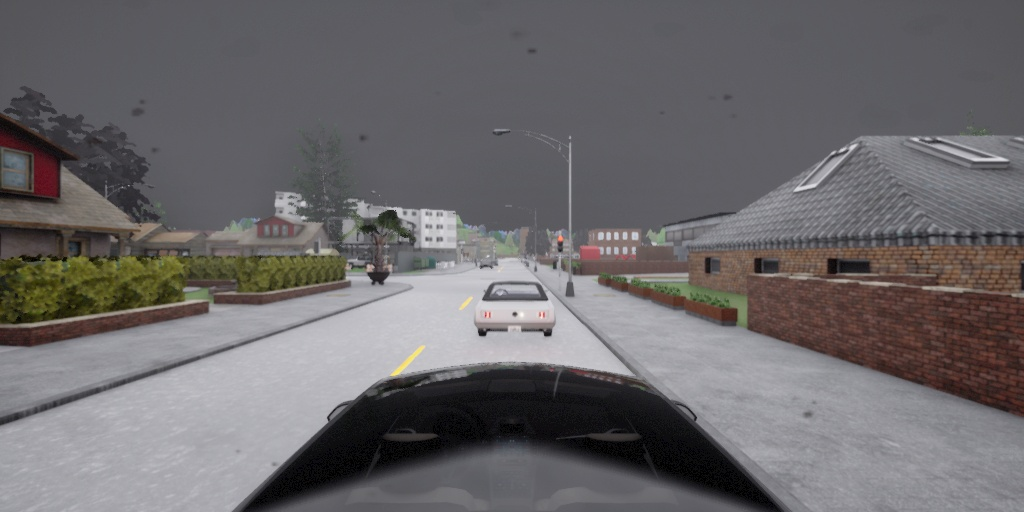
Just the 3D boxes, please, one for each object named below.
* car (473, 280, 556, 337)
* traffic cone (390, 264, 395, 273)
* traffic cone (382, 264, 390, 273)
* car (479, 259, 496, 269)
[{"bbox_3d":[0.098,1.344,10.234,1.895,1.301,4.718,0,0,1],"label":"car"},{"bbox_3d":[-15.152,1.522,44.755,0.344,0.586,0.344,0,0,0],"label":"traffic cone"},{"bbox_3d":[-15.516,1.526,44.187,0.344,0.586,0.344,0,0,0],"label":"traffic cone"},{"bbox_3d":[-3.793,1.209,53.982,1.837,1.490,4.892,0,0,1],"label":"car"}]
